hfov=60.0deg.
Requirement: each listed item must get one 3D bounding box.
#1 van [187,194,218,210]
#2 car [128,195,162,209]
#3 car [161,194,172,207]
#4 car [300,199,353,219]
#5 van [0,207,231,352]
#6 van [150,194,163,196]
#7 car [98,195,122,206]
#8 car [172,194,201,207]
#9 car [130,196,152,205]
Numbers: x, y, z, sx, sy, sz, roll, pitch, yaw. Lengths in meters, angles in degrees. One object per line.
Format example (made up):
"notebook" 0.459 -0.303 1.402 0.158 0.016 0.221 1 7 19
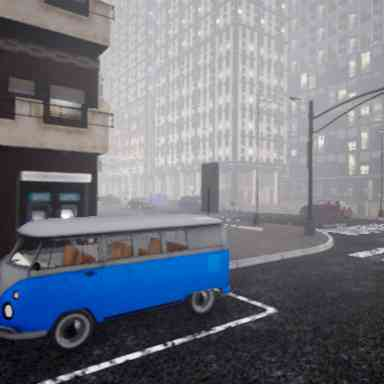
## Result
"van" 1.259 1.203 41.543 1.690 1.788 3.998 1 0 -35
"car" -5.576 1.309 36.690 2.008 1.369 4.403 1 0 -35
"car" -2.013 1.405 46.147 2.008 1.369 4.403 1 0 -35
"car" 11.070 1.325 27.726 1.967 1.590 4.097 1 0 -35
"van" -1.162 1.325 5.877 3.998 1.788 1.690 0 1 -35
"van" -5.281 1.189 50.755 1.690 1.788 3.998 1 0 -35
"car" -12.380 1.250 50.870 1.882 1.535 5.008 1 -1 -35
"car" 0.444 1.151 32.695 2.097 1.767 4.553 1 0 -35
"car" -8.554 1.408 55.358 1.947 1.339 4.313 1 0 -35
